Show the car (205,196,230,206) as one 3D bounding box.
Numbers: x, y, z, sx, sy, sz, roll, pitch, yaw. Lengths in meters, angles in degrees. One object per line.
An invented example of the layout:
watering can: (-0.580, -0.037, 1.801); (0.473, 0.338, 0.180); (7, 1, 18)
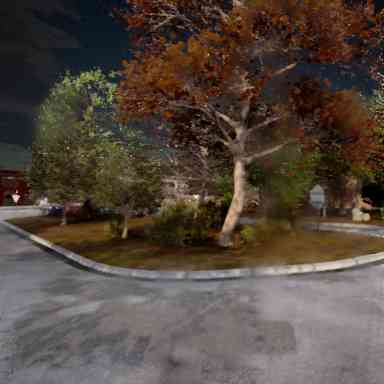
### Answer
car: (5.550, 1.846, 72.583); (2.435, 2.045, 5.566); (1, -1, -36)

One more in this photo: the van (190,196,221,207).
van: (2.221, 1.725, 55.269); (1.878, 1.987, 4.442); (1, 0, -36)

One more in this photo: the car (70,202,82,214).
car: (-14.628, 2.057, 43.080); (2.002, 1.452, 4.674); (-1, 0, -36)

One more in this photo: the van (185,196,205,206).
van: (0.574, 1.783, 68.898); (1.878, 1.987, 4.442); (1, -1, -36)

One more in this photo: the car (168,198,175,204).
car: (-4.443, 1.951, 65.671); (1.946, 1.575, 5.366); (1, 0, -36)

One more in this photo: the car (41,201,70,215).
car: (-17.179, 1.921, 41.195); (2.185, 1.767, 4.553); (-1, 0, -35)

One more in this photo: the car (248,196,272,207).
car: (11.353, 1.820, 61.709); (2.435, 2.045, 5.566); (1, -1, -36)

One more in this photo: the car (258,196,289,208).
car: (15.777, 1.926, 64.912); (2.435, 2.045, 5.566); (1, -1, -36)

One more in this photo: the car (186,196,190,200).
car: (-1.945, 1.849, 67.196); (2.185, 1.767, 4.553); (0, 0, -36)
